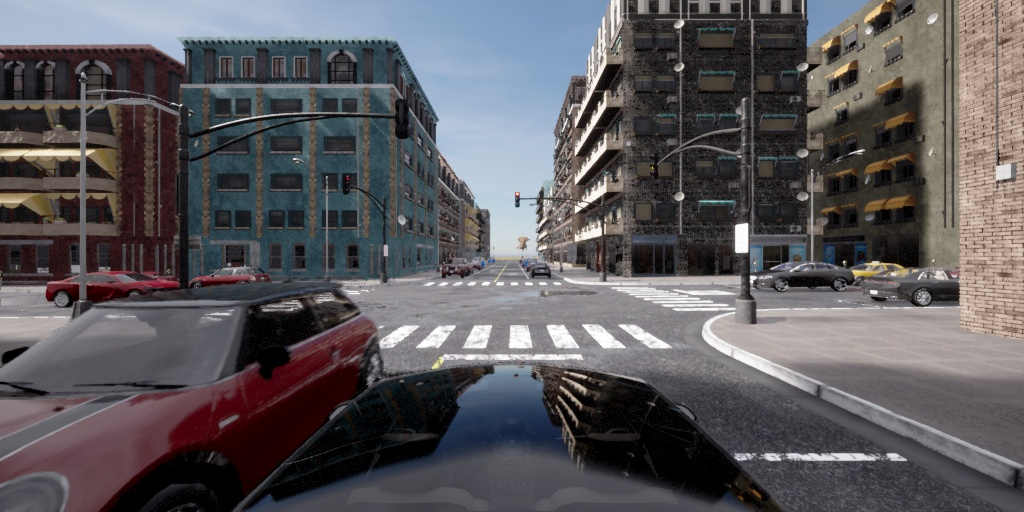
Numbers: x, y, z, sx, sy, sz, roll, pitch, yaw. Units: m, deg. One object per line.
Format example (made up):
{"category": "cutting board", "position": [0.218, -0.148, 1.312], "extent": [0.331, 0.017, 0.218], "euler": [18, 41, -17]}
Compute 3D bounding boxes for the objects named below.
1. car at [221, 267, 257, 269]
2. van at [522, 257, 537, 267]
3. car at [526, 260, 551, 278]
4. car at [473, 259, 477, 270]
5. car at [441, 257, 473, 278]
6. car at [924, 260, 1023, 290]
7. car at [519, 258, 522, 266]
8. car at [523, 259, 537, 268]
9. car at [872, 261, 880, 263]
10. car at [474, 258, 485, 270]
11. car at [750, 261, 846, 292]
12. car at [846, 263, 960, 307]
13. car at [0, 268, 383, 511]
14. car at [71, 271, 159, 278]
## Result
{"category": "car", "position": [-16.861, 1.388, 21.515], "extent": [4.097, 1.591, 1.967], "euler": [0, 0, 1]}
{"category": "van", "position": [2.678, 1.078, 50.277], "extent": [1.690, 1.789, 3.998], "euler": [0, 0, 0]}
{"category": "car", "position": [2.638, 1.311, 33.621], "extent": [1.948, 1.339, 4.313], "euler": [0, 0, 0]}
{"category": "car", "position": [-5.229, 1.289, 39.191], "extent": [1.888, 1.381, 4.507], "euler": [0, 0, 0]}
{"category": "car", "position": [-5.242, 1.060, 33.639], "extent": [2.192, 1.841, 5.009], "euler": [0, 0, 0]}
{"category": "car", "position": [24.797, 0.953, 18.622], "extent": [4.674, 1.442, 1.812], "euler": [-1, 0, 0]}
{"category": "car", "position": [2.705, 1.171, 61.381], "extent": [1.967, 1.591, 4.097], "euler": [0, 0, 0]}
{"category": "car", "position": [2.665, 1.323, 44.725], "extent": [1.802, 1.307, 4.207], "euler": [0, 0, 0]}
{"category": "car", "position": [21.177, 1.000, 21.123], "extent": [4.829, 1.417, 1.751], "euler": [0, 0, 1]}
{"category": "car", "position": [-5.202, 1.283, 50.295], "extent": [1.888, 1.381, 4.507], "euler": [0, 0, 0]}
{"category": "car", "position": [14.929, 1.041, 18.723], "extent": [4.902, 1.511, 2.128], "euler": [-1, 0, 1]}
{"category": "car", "position": [15.627, 1.082, 13.298], "extent": [4.403, 1.370, 2.007], "euler": [0, 0, 1]}
{"category": "car", "position": [-2.869, 1.102, 3.262], "extent": [2.097, 1.767, 4.553], "euler": [0, 0, -1]}
{"category": "car", "position": [-17.617, 1.426, 16.103], "extent": [5.008, 1.535, 1.882], "euler": [-1, 0, 0]}
